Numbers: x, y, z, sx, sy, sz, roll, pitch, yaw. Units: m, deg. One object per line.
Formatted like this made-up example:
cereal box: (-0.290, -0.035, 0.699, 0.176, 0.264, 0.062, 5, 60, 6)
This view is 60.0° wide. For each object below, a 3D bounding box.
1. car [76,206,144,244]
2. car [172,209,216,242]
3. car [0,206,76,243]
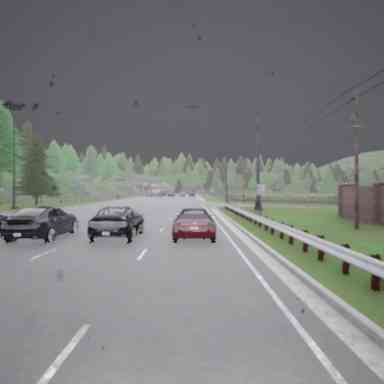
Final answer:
car: (-3.404, 1.421, 15.569, 2.128, 1.511, 4.902, 0, 0, 0)
car: (0.096, 1.491, 16.087, 1.994, 1.385, 4.181, 0, 0, 0)
car: (-6.904, 1.435, 15.590, 1.837, 1.490, 4.892, 0, 0, 0)
